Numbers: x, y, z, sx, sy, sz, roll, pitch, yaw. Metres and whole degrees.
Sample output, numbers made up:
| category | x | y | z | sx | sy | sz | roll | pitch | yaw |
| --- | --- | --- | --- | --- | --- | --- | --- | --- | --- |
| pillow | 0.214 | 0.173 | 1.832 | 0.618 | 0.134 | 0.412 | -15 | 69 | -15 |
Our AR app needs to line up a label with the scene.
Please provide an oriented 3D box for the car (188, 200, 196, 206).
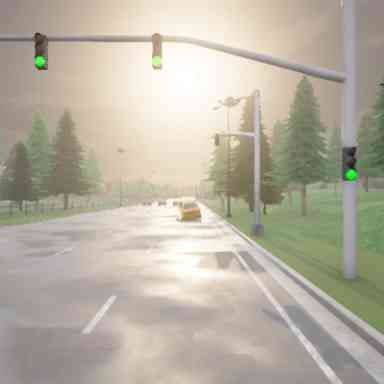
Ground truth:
| category | x | y | z | sx | sy | sz | roll | pitch | yaw |
| --- | --- | --- | --- | --- | --- | --- | --- | --- | --- |
| car | 0.004 | 2.587 | 78.631 | 1.994 | 1.385 | 4.181 | 0 | -1 | 0 |

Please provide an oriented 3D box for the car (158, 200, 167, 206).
| category | x | y | z | sx | sy | sz | roll | pitch | yaw |
| --- | --- | --- | --- | --- | --- | --- | --- | --- | --- |
| car | -6.996 | 2.575 | 78.632 | 2.033 | 1.411 | 5.357 | 0 | -1 | 0 |

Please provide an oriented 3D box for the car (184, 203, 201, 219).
| category | x | y | z | sx | sy | sz | roll | pitch | yaw |
| --- | --- | --- | --- | --- | --- | --- | --- | --- | --- |
| car | 0.042 | 2.053 | 37.187 | 1.812 | 1.442 | 4.674 | 0 | 1 | 0 |

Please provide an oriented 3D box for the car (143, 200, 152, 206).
| category | x | y | z | sx | sy | sz | roll | pitch | yaw |
| --- | --- | --- | --- | --- | --- | --- | --- | --- | --- |
| car | -10.496 | 2.575 | 78.632 | 2.033 | 1.411 | 5.357 | 0 | -1 | 0 |

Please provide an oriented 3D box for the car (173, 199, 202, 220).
| category | x | y | z | sx | sy | sz | roll | pitch | yaw |
| --- | --- | --- | --- | --- | --- | --- | --- | --- | --- |
| car | -0.376 | 1.510 | 33.659 | 1.882 | 1.535 | 5.008 | -9 | 16 | -7 |
